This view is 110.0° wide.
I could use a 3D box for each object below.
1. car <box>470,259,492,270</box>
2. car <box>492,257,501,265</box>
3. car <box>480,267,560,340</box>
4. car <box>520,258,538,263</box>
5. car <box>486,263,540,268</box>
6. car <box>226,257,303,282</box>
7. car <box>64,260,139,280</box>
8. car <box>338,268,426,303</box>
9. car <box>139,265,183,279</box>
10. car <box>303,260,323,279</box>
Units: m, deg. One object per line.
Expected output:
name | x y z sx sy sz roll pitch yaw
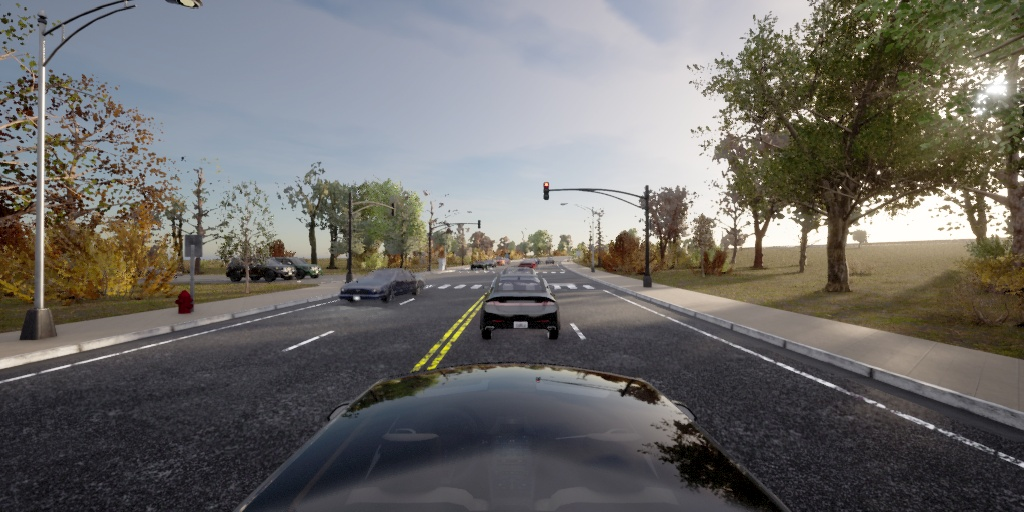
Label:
car | -4.489 1.303 49.825 1.895 1.301 4.718 0 0 6
car | -3.622 1.228 59.463 2.033 1.411 5.357 0 0 5
car | 0.200 1.242 10.003 2.128 1.511 4.902 0 0 0
car | 2.038 1.180 46.914 1.882 1.535 5.008 0 0 6
car | 0.292 1.240 15.332 2.128 1.511 4.902 0 0 2
car | -21.118 1.124 30.236 5.566 2.045 2.150 -1 -1 10
car | -38.445 1.304 33.335 5.566 2.045 2.150 -1 -1 10
car | -5.815 1.297 16.944 2.033 1.411 5.357 0 0 8
car | -36.284 1.641 36.245 5.357 1.411 2.033 0 -1 10
car | -20.634 1.152 33.452 5.566 2.045 2.150 -1 -1 10
